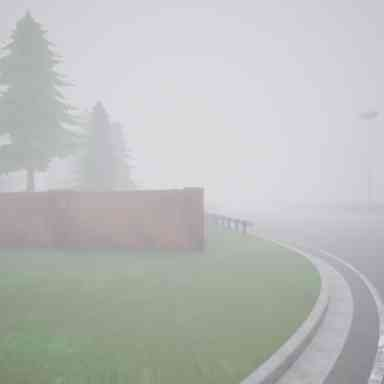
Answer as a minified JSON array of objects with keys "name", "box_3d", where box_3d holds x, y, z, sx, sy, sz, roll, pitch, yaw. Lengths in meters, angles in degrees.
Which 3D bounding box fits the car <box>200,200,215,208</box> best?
[{"name":"car","box_3d":[3.440,2.698,75.121,2.128,1.511,4.902,-1,-1,-10]}]

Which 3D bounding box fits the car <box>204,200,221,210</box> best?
[{"name":"car","box_3d":[3.039,2.393,58.038,2.128,1.511,4.902,-1,-1,-10]}]

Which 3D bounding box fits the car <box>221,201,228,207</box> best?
[{"name":"car","box_3d":[6.888,2.694,75.727,1.994,1.385,4.181,-1,-1,-10]}]
